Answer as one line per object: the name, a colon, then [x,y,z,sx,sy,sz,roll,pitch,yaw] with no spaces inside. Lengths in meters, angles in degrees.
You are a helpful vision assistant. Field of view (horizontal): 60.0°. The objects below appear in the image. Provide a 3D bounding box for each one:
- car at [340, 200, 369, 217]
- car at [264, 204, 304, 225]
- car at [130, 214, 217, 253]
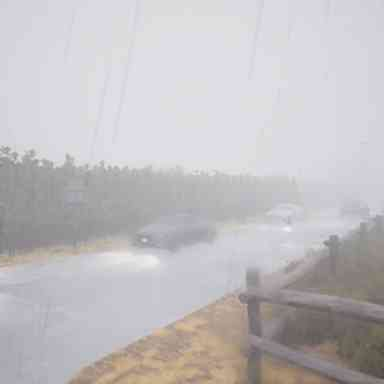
car: [14.932,1.509,30.474,2.128,1.511,4.902,-1,0,36]
car: [7.025,1.622,25.075,1.812,1.442,4.674,-1,0,36]
car: [-0.673,1.669,14.382,1.994,1.385,4.181,-1,0,36]
